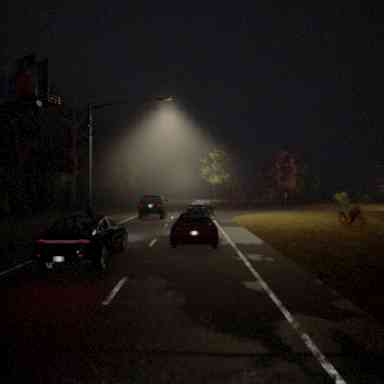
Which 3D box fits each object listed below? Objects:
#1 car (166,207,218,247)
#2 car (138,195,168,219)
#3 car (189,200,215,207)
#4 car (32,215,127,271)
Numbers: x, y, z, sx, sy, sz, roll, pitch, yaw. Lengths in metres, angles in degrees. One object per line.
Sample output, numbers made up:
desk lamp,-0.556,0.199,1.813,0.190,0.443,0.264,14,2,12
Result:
car,0.090,1.574,14.982,1.994,1.385,4.181,0,0,0
car,-3.406,1.246,29.844,2.150,2.045,5.566,0,0,0
car,0.975,1.517,30.780,2.128,1.511,4.902,0,0,14
car,-3.420,1.499,10.975,2.128,1.511,4.902,0,0,0
